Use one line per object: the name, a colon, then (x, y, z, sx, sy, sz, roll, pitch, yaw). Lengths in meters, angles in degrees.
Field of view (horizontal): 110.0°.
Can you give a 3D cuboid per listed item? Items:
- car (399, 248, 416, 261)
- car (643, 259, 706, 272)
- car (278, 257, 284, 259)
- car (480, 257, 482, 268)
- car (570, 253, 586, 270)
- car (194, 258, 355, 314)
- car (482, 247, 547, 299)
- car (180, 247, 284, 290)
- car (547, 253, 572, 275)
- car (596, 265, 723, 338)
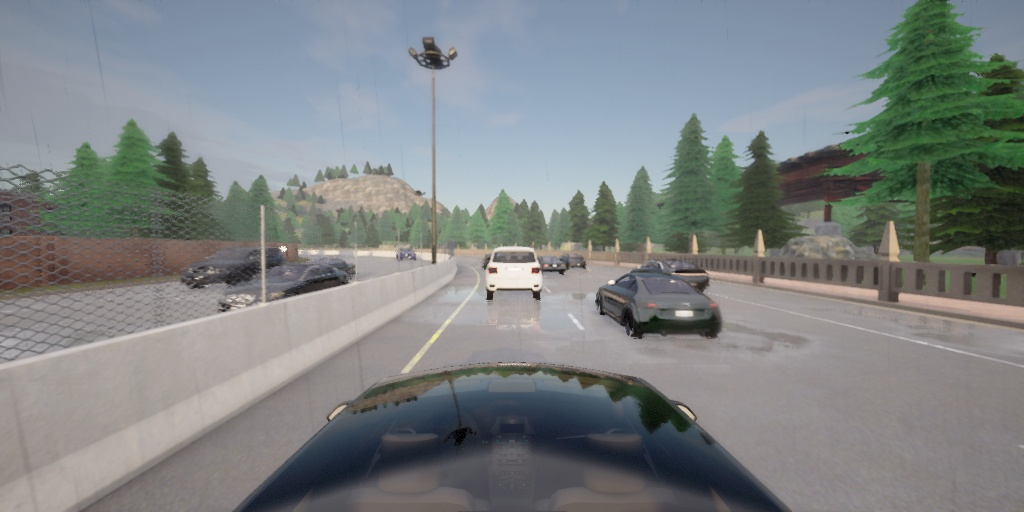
car: (-16.248, -0.247, 55.239, 2.150, 2.045, 5.566, -1, 2, -25)
car: (6.981, 0.882, 16.424, 2.128, 1.511, 4.902, 0, 1, -2)
car: (-10.851, 0.831, 20.801, 2.033, 1.411, 5.357, 0, 1, -4)
car: (-1.838, 0.486, 33.170, 1.837, 1.490, 4.892, 0, 1, -10)
car: (5.279, 0.476, 33.071, 2.128, 1.511, 4.902, 0, 1, -10)
car: (-7.143, 0.995, 11.771, 2.128, 1.511, 4.902, 0, 1, -1)
car: (0.023, 0.630, 15.664, 2.150, 2.045, 5.566, 0, 1, -1)
car: (-14.253, 0.550, 18.886, 2.150, 2.045, 5.566, 0, 2, -3)
car: (2.650, 0.668, 27.467, 2.033, 1.411, 5.357, 0, 1, -7)
car: (3.600, 1.123, 9.499, 1.994, 1.385, 4.181, 0, 1, 0)
